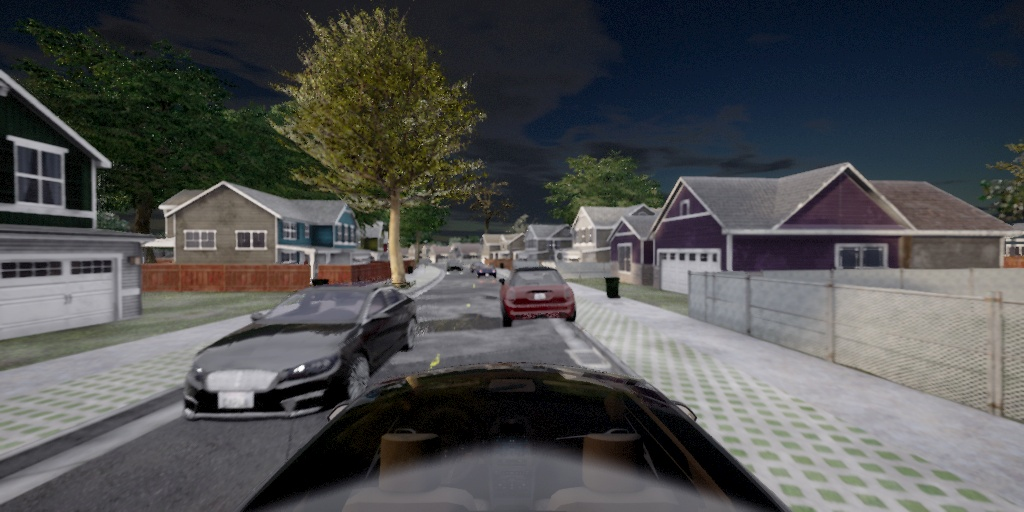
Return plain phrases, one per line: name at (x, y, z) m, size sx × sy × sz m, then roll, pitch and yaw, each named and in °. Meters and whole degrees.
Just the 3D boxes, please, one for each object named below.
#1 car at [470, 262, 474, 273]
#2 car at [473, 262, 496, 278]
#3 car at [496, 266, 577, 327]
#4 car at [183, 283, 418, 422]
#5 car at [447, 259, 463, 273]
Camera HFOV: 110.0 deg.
car at (-4.483, 1.461, 47.082) m, size 2.033 × 1.411 × 5.357 m, roll 0°, pitch 0°, yaw -11°
car at (-2.583, 1.470, 35.535) m, size 1.895 × 1.301 × 4.718 m, roll 0°, pitch 0°, yaw -7°
car at (0.659, 1.108, 11.843) m, size 2.097 × 1.767 × 4.553 m, roll -2°, pitch 0°, yaw -3°
car at (-2.977, 1.260, 6.220) m, size 2.128 × 1.511 × 4.902 m, roll 0°, pitch 0°, yaw -2°
car at (-7.741, 1.283, 48.559) m, size 2.097 × 1.767 × 4.553 m, roll 0°, pitch 0°, yaw -11°
